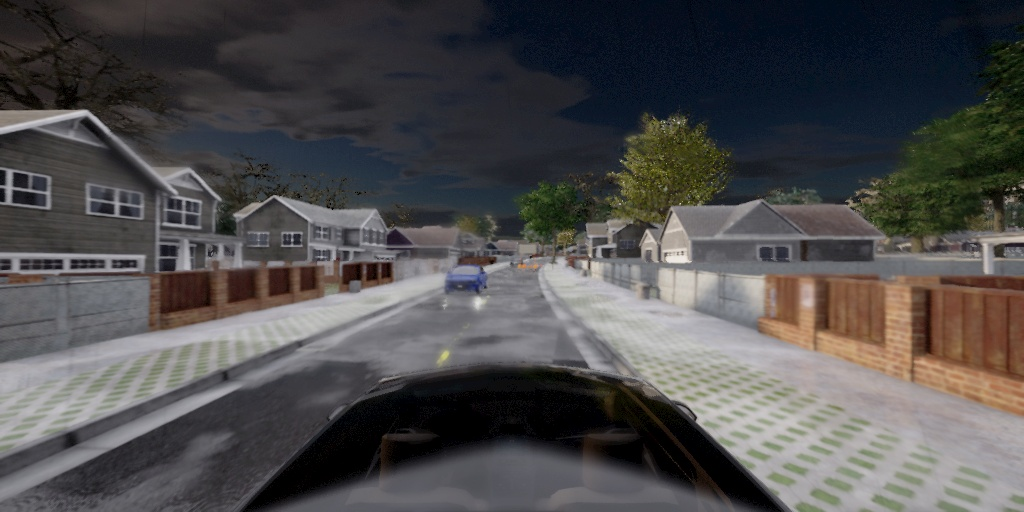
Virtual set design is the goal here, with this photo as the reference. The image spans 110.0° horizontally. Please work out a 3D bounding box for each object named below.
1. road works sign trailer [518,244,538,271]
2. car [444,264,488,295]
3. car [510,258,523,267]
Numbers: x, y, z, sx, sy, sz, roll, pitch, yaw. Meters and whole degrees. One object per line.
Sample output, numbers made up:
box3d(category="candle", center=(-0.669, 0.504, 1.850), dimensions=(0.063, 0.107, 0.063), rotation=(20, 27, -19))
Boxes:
box3d(category="road works sign trailer", center=(1.996, 0.115, 46.071), dimensions=(2.380, 3.560, 2.880), rotation=(0, 0, 6))
box3d(category="car", center=(-2.460, 1.218, 20.124), dimensions=(1.882, 1.535, 5.008), rotation=(0, 0, 2))
box3d(category="car", center=(0.808, 1.049, 61.021), dimensions=(2.128, 1.511, 4.902), rotation=(0, 0, 7))
